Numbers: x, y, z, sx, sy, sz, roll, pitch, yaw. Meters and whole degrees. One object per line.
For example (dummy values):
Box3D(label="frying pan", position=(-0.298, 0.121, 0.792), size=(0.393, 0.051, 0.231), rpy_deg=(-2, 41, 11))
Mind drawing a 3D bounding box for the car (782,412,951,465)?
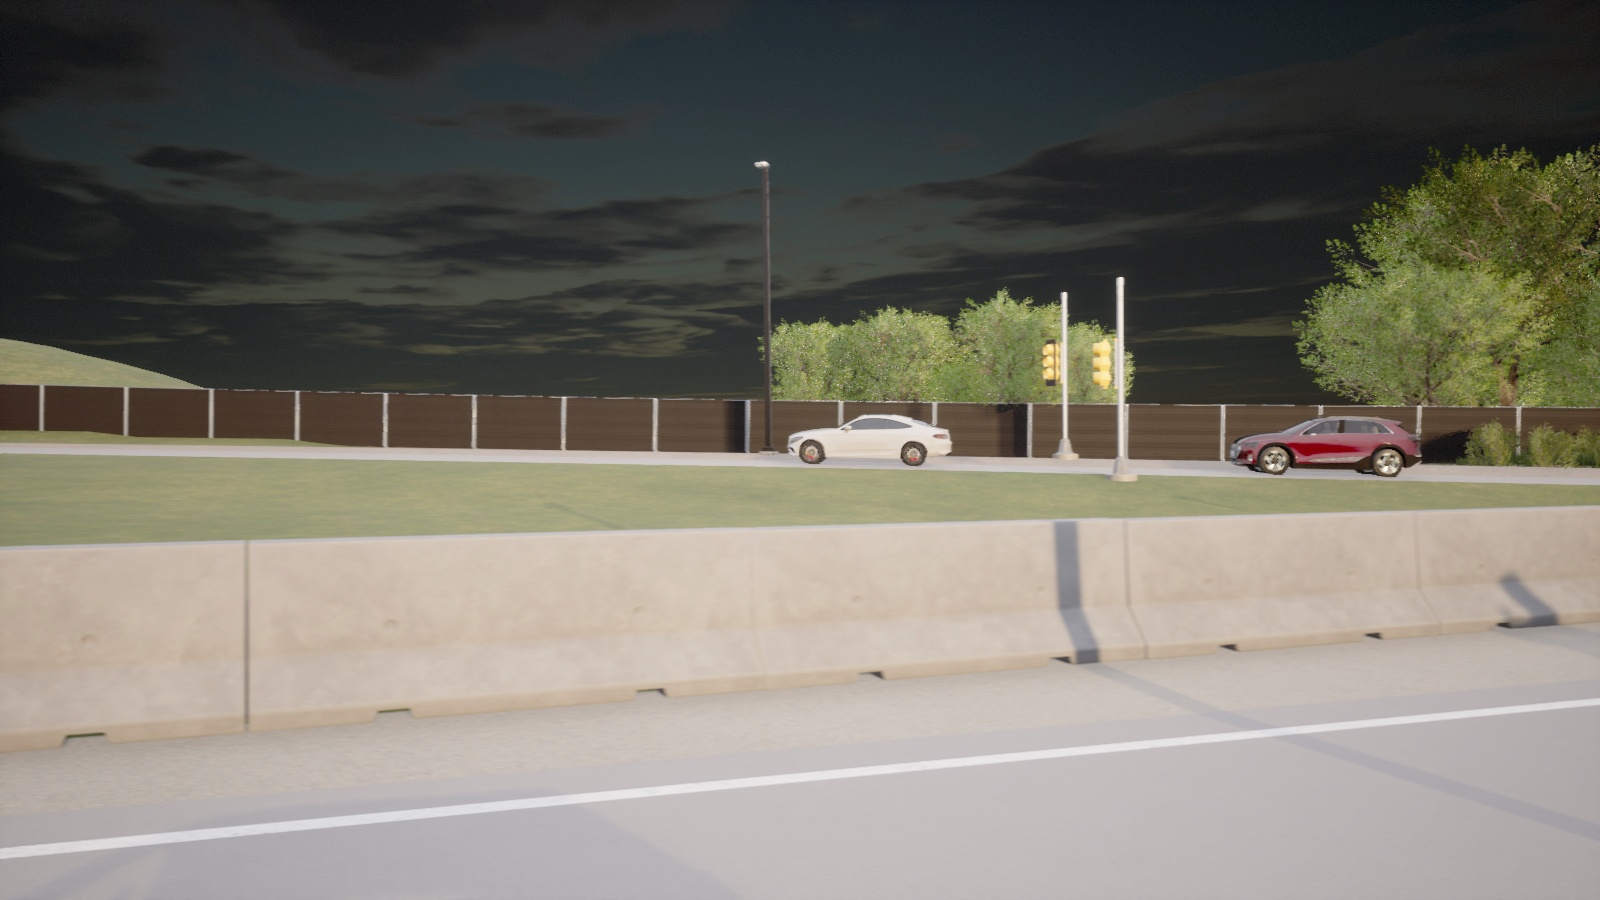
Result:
Box3D(label="car", position=(1.934, -0.340, 35.685), size=(4.674, 1.442, 1.812), rpy_deg=(0, 2, 6))

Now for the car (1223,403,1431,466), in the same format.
Box3D(label="car", position=(14.296, -0.441, 34.352), size=(4.856, 1.649, 2.033), rpy_deg=(0, 2, 6))
